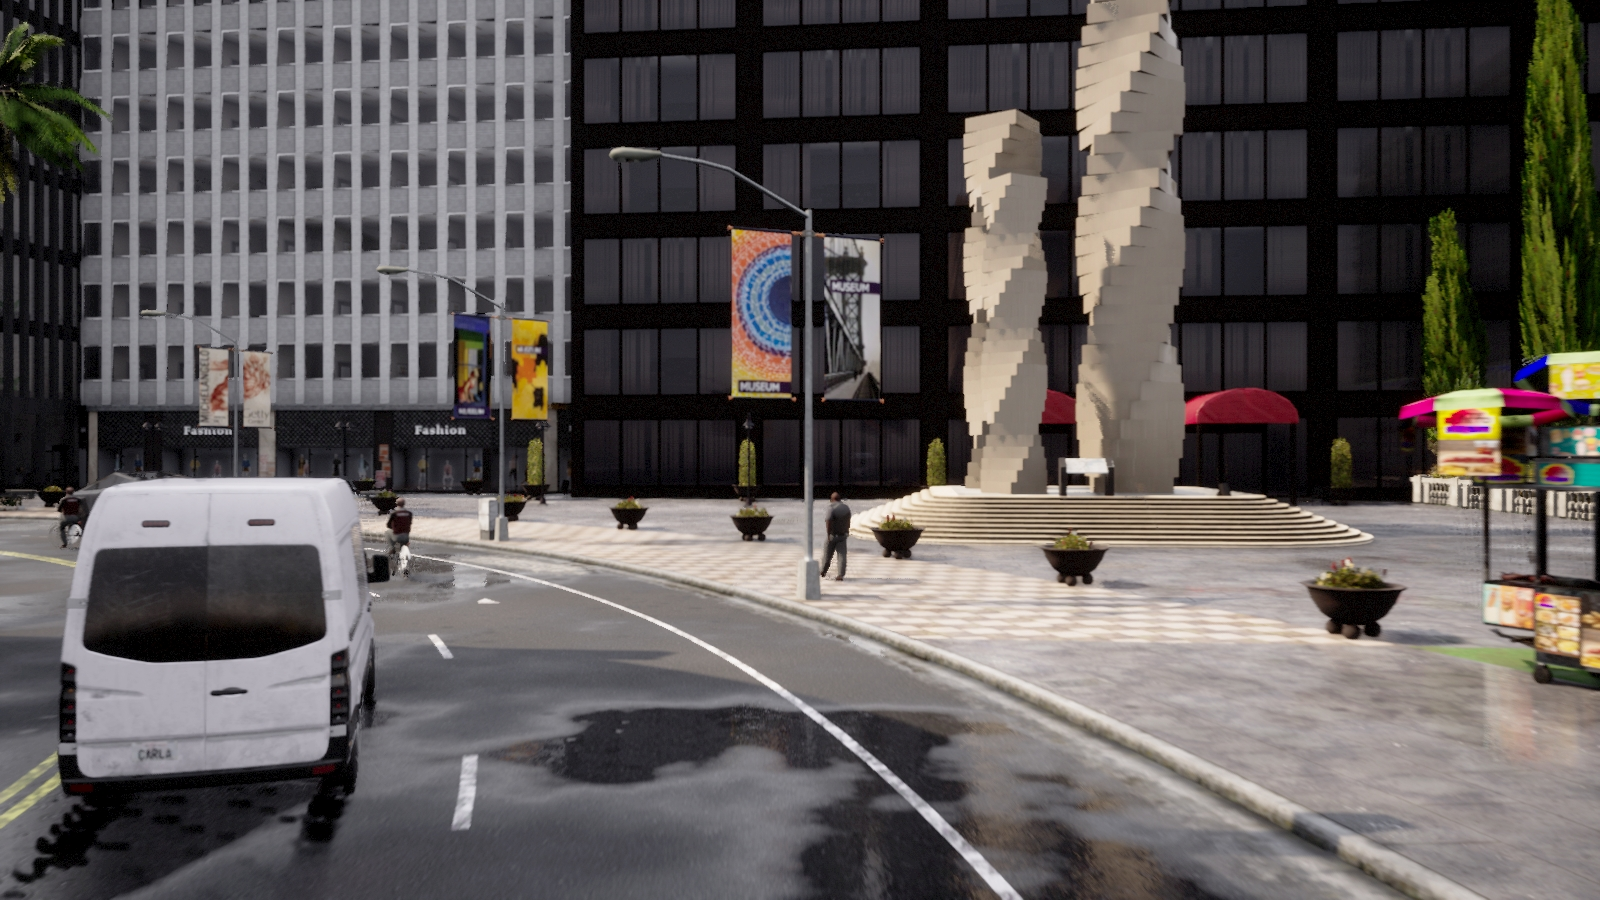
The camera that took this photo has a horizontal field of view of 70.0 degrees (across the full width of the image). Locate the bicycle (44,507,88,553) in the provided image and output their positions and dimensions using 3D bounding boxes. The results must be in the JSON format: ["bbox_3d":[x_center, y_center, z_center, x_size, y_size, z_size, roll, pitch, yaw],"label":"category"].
[{"bbox_3d":[-20.410,2.216,31.764,1.835,1.171,0.329,0,1,35],"label":"bicycle"}]

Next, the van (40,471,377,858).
[{"bbox_3d":[-5.225,1.536,10.982,1.988,2.561,5.915,0,0,-19],"label":"van"}]

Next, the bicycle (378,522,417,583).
[{"bbox_3d":[-8.808,2.213,24.960,0.329,1.171,1.835,0,0,-35],"label":"bicycle"}]

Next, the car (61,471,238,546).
[{"bbox_3d":[-20.695,1.759,36.250,6.274,2.098,2.390,0,0,35],"label":"car"}]

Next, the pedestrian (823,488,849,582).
[{"bbox_3d":[0.723,1.698,22.987,0.375,1.860,0.375,0,0,-28],"label":"pedestrian"}]

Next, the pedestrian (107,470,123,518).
[{"bbox_3d":[-26.781,1.705,44.674,0.375,1.860,0.375,0,0,22],"label":"pedestrian"}]
